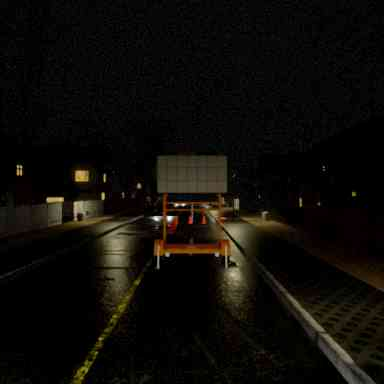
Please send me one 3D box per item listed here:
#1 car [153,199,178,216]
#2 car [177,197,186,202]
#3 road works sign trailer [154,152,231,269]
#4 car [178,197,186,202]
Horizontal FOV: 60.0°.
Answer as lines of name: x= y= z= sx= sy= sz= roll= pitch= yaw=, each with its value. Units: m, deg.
car: x=-2.814 y=1.639 z=34.230 sx=2.033 sy=1.411 sz=5.357 roll=0 pitch=0 yaw=0
car: x=-2.675 y=1.947 z=74.495 sx=1.895 sy=1.301 sz=4.718 roll=0 pitch=-1 yaw=0
road works sign trailer: x=0.012 y=0.472 z=11.114 sx=2.380 sy=3.560 sz=2.880 roll=0 pitch=0 yaw=0
car: x=-2.658 y=2.123 z=91.121 sx=1.994 sy=1.385 sz=4.181 roll=0 pitch=-1 yaw=0
